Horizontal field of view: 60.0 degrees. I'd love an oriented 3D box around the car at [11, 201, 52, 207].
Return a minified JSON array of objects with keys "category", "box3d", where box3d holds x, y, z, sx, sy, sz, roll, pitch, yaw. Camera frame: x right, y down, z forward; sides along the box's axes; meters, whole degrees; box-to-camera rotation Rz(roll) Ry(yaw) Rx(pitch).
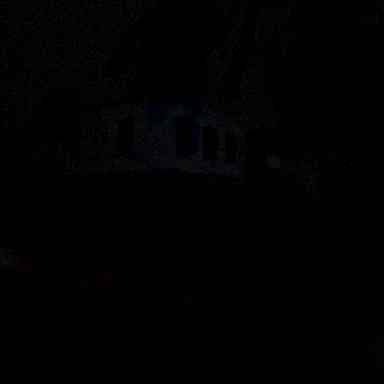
[{"category":"car","box3d":[-14.643,1.528,29.155,2.033,1.411,5.357,0,0,29]}]
